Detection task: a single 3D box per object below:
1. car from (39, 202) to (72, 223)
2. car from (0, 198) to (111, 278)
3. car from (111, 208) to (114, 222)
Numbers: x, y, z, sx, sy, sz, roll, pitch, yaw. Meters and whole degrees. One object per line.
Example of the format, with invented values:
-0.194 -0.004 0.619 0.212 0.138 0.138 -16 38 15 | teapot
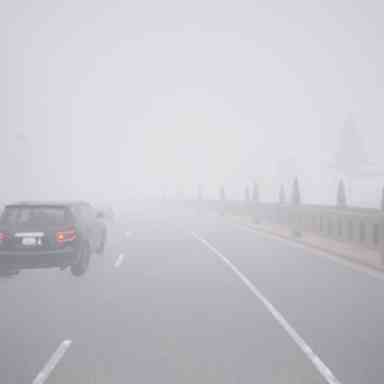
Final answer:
-11.368 1.631 28.039 2.128 1.511 4.902 0 0 -17 | car
-4.161 1.264 10.575 2.150 2.045 5.566 0 0 -6 | car
-7.365 1.709 26.906 1.895 1.301 4.718 0 0 -15 | car
